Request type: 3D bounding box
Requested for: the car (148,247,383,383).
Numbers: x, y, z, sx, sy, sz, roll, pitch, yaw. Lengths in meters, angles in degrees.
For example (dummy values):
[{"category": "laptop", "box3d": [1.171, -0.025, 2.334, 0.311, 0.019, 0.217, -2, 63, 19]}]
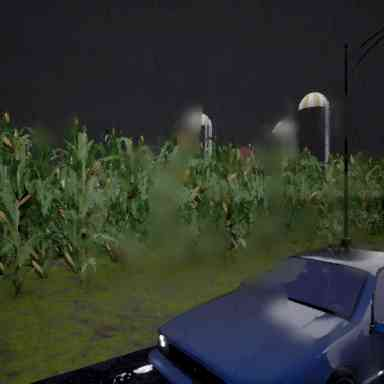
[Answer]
[{"category": "car", "box3d": [2.133, 1.549, 4.596, 5.357, 1.411, 2.033, 0, 0, -35]}]
